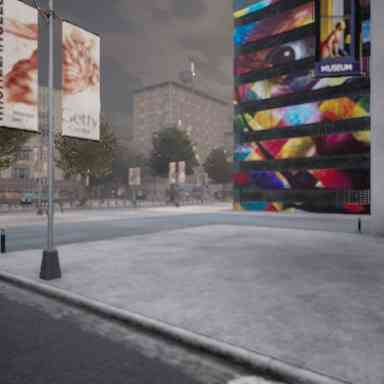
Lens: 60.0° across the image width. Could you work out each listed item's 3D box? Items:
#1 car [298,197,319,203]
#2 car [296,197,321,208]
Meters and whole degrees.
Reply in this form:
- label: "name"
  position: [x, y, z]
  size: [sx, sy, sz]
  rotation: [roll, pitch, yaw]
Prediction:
- label: "car"
  position: [13.515, 1.431, 38.476]
  size: [2.002, 1.452, 4.674]
  rotation: [0, 0, 38]
- label: "car"
  position: [17.784, 1.559, 50.622]
  size: [2.161, 1.482, 4.786]
  rotation: [0, 0, 38]
